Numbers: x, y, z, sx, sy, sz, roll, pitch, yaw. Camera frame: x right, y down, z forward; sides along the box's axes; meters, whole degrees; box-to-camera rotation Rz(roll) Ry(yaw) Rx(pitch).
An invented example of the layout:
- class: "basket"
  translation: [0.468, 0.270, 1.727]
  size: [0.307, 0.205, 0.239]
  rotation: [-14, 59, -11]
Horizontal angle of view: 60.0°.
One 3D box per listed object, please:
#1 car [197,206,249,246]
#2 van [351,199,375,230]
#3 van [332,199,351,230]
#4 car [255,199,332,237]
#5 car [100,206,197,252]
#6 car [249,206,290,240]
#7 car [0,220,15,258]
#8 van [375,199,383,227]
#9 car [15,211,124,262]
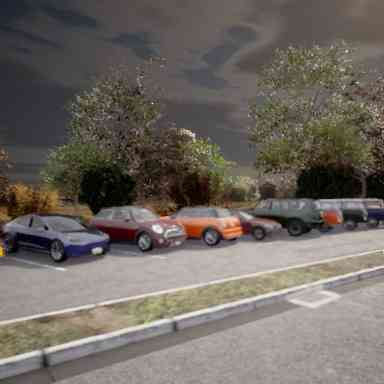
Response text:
- class: "car"
  translation: [0.065, 1.471, 16.070]
  size: [4.553, 1.767, 2.185]
  rotation: [-1, -1, 34]
- class: "van"
  translation: [9.809, 1.491, 22.976]
  size: [4.442, 1.987, 1.878]
  rotation: [-1, -2, 34]
- class: "van"
  translation: [7.393, 1.461, 21.237]
  size: [4.442, 1.987, 1.878]
  rotation: [-1, -1, 34]
- class: "car"
  translation: [4.852, 1.406, 19.579]
  size: [5.566, 2.045, 2.435]
  rotation: [-1, -1, 34]
- class: "car"
  translation: [-2.401, 1.442, 14.377]
  size: [4.553, 1.767, 2.185]
  rotation: [-1, -1, 34]
- class: "car"
  translation: [2.459, 1.667, 17.828]
  size: [4.674, 1.452, 2.002]
  rotation: [-1, -1, 34]
- class: "car"
  translation: [-8.047, 1.497, 10.503]
  size: [5.366, 1.575, 1.946]
  rotation: [-1, -1, 34]
- class: "van"
  translation: [12.227, 1.521, 24.715]
  size: [4.442, 1.987, 1.878]
  rotation: [-1, -1, 34]
- class: "car"
  translation: [-5.108, 1.562, 12.367]
  size: [4.792, 1.488, 2.163]
  rotation: [-1, -2, 34]
